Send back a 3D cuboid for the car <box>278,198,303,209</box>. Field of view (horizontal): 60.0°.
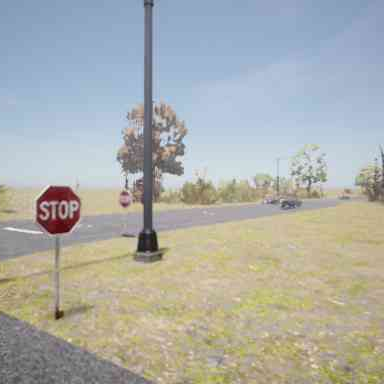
[{"bbox_3d":[14.484,1.580,48.003,1.837,1.490,4.892,0,0,35],"label":"car"}]

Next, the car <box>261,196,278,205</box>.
[{"bbox_3d":[14.024,1.559,59.627,2.128,1.511,4.902,0,0,35],"label":"car"}]
